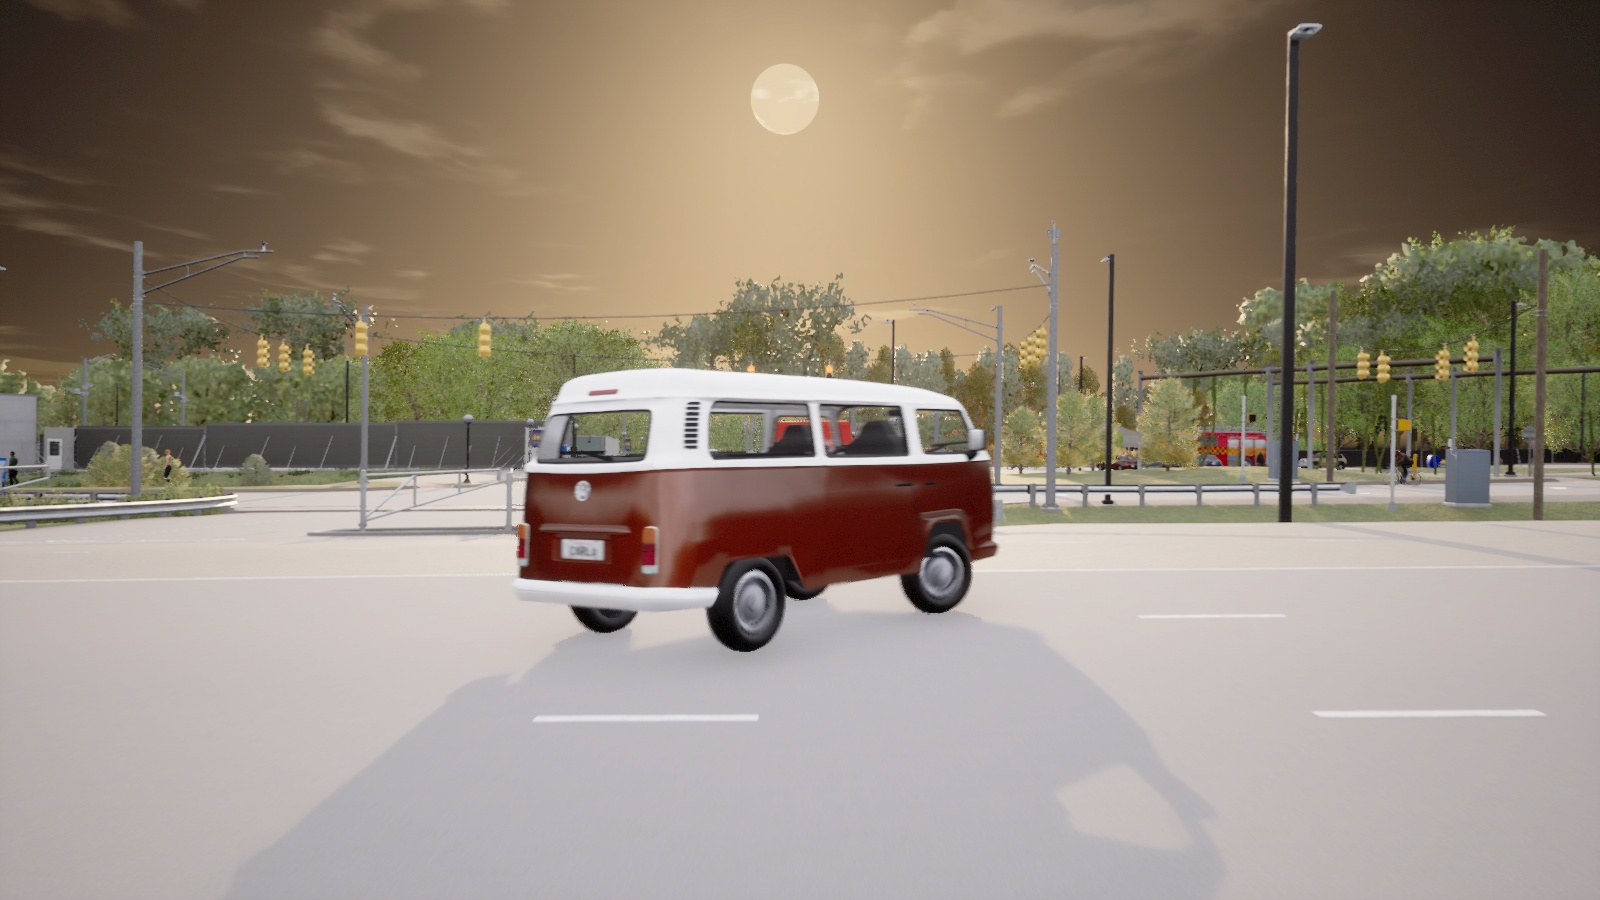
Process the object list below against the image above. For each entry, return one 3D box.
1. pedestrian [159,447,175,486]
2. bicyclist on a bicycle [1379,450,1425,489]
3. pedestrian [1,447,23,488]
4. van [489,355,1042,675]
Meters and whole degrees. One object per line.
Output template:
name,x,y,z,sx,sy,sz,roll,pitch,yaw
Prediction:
pedestrian,-30.419,0.803,60.361,0.594,1.836,0.345,1,1,1
bicyclist on a bicycle,25.888,0.825,54.007,1.656,1.620,0.582,-1,1,0
pedestrian,-37.928,0.858,60.475,0.788,1.949,0.423,1,1,3
van,-0.054,0.406,10.385,2.069,2.038,4.480,-1,0,40
